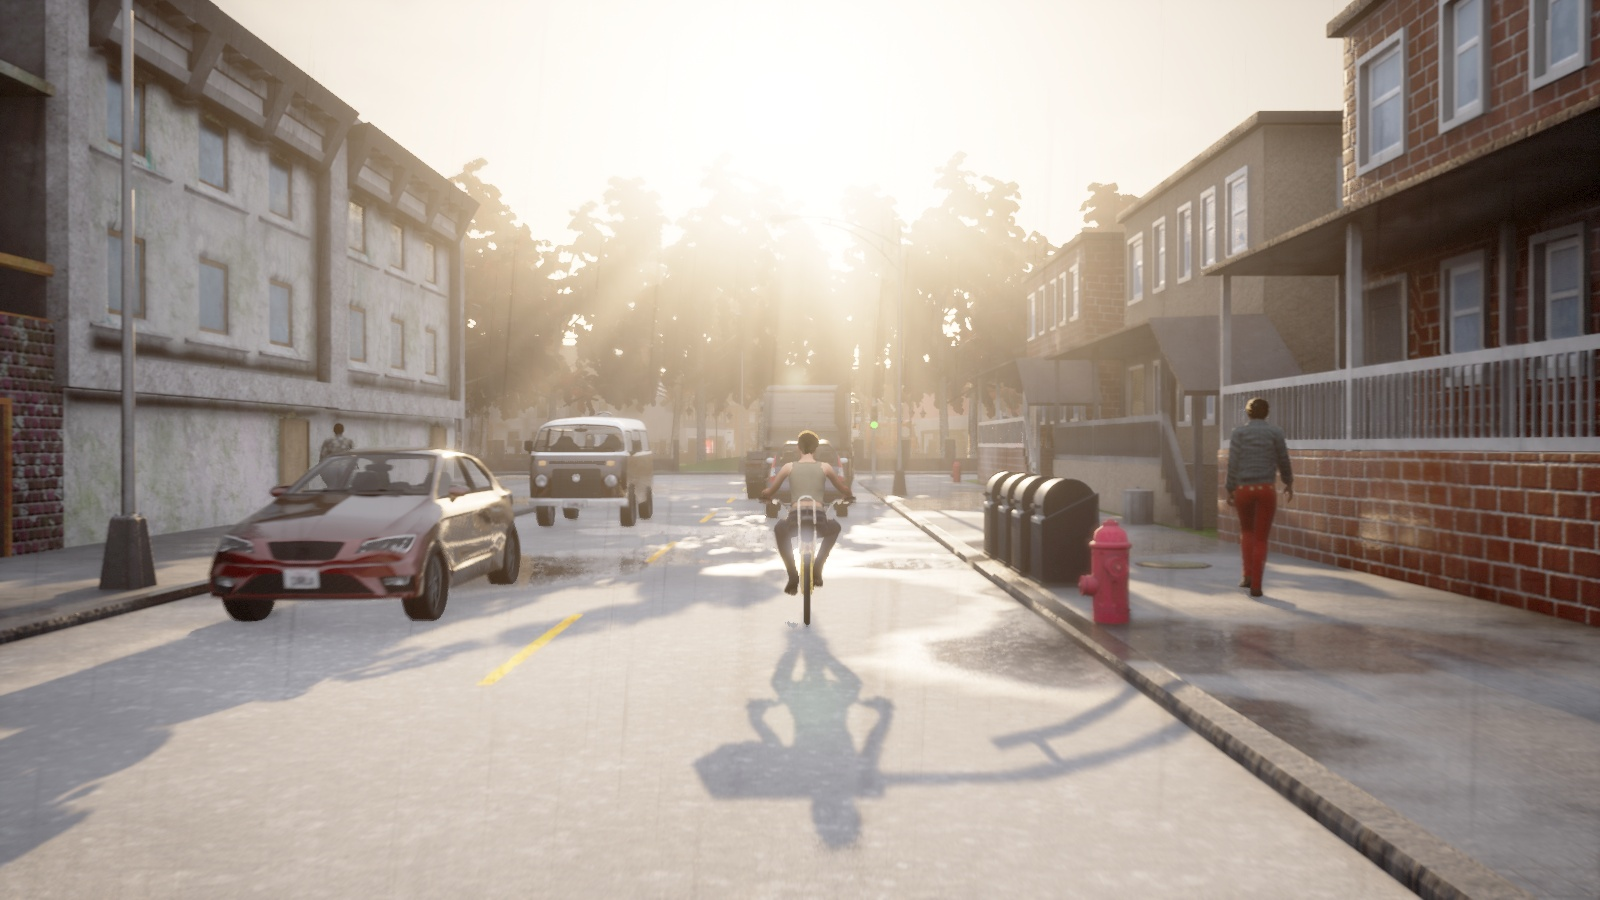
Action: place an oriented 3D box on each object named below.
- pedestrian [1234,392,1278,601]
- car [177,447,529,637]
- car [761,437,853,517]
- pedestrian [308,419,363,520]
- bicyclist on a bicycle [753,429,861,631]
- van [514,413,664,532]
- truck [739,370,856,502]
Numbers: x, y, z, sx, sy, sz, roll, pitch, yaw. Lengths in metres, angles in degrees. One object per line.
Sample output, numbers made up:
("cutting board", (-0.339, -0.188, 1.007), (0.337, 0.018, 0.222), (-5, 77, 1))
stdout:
("pedestrian", (4.158, 0.413, 11.438), (0.353, 1.847, 0.614), (0, 0, 21))
("car", (-3.925, 0.709, 11.851), (1.816, 1.474, 4.193), (0, 0, 0))
("car", (0.151, 0.534, 27.301), (1.851, 1.617, 3.988), (0, 0, 0))
("pedestrian", (-8.744, 0.353, 23.675), (0.874, 1.855, 0.900), (0, 0, -14))
("bicyclist on a bicycle", (0.063, 0.639, 10.803), (0.866, 1.612, 1.509), (0, 0, 0))
("van", (-3.865, 0.370, 23.768), (2.069, 2.038, 4.480), (0, 0, 0))
("truck", (0.102, -0.385, 37.057), (2.891, 3.462, 7.936), (0, 0, 4))
